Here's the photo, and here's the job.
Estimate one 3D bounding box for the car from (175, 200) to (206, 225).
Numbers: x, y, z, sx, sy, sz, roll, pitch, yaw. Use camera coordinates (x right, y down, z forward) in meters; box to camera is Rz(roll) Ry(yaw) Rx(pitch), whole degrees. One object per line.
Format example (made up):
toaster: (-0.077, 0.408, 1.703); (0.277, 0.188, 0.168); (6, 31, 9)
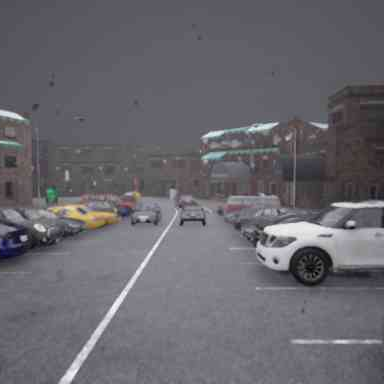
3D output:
car: (0.058, 1.601, 24.853); (2.033, 1.411, 5.357); (0, 0, 0)

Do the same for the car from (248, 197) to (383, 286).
car: (4.607, 1.250, 9.063); (5.566, 2.045, 2.435); (0, 0, 0)

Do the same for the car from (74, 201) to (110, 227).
car: (-7.897, 1.522, 19.485); (5.366, 1.575, 1.946); (0, 0, 0)

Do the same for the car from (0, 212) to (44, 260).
car: (-7.727, 1.535, 10.672); (4.792, 1.488, 2.163); (0, 0, 0)

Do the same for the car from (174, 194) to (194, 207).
car: (-0.949, 1.038, 41.067); (2.097, 1.767, 4.553); (-1, 3, -11)

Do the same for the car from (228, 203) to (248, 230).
car: (4.615, 1.522, 17.569); (4.892, 1.521, 2.231); (0, 0, 0)

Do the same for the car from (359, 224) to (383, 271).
car: (4.675, 1.363, 3.601); (4.553, 1.767, 2.185); (0, 0, 0)

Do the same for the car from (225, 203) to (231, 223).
car: (4.619, 1.567, 20.238); (4.674, 1.452, 2.002); (0, 0, 0)

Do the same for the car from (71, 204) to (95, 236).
car: (-7.713, 1.519, 16.422); (4.892, 1.521, 2.231); (0, 0, 0)

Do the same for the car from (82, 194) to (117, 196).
car: (-7.702, 1.226, 31.139); (5.566, 2.045, 2.435); (0, 1, 0)

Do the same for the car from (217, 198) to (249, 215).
car: (4.597, 1.515, 28.631); (4.892, 1.521, 2.231); (0, 1, 0)

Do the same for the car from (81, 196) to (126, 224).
car: (-7.691, 1.409, 25.367); (4.553, 1.767, 2.185); (0, 0, 0)

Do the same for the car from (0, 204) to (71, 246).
car: (-7.734, 1.386, 13.610); (4.553, 1.767, 2.185); (0, 0, 0)

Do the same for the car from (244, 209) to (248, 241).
car: (4.624, 1.508, 11.857); (5.008, 1.535, 2.097); (0, 0, 0)

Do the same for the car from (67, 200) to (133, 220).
car: (-7.731, 1.518, 28.197); (5.008, 1.535, 2.097); (0, 0, 0)

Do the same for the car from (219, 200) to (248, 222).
car: (4.619, 1.535, 23.029); (4.892, 1.521, 2.231); (0, 0, 0)

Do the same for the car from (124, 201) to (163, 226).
car: (-3.154, 1.547, 23.789); (2.128, 1.511, 4.902); (0, 0, 0)

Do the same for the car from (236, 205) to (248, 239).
car: (4.632, 1.515, 14.650); (4.892, 1.521, 2.231); (0, 0, 0)
